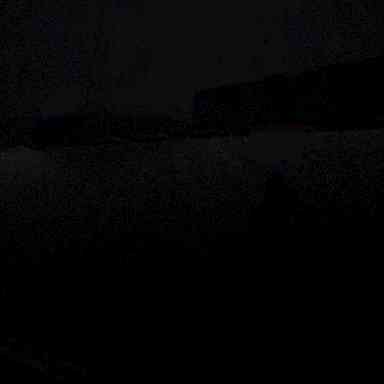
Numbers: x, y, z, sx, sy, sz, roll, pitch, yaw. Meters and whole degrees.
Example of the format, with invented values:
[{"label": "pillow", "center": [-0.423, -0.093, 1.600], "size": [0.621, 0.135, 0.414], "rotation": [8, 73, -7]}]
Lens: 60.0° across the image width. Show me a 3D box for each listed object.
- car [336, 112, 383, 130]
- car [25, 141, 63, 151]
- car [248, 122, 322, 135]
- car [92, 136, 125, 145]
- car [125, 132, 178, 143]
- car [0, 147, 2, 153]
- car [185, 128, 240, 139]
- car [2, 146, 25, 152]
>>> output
[{"label": "car", "center": [11.045, -3.934, 19.869], "size": [4.553, 1.767, 2.185], "rotation": [2, 1, 31]}, {"label": "car", "center": [-16.547, -4.989, 38.074], "size": [4.553, 1.767, 2.185], "rotation": [2, 1, 35]}, {"label": "car", "center": [6.310, -4.000, 22.716], "size": [5.008, 1.535, 2.097], "rotation": [2, 1, 32]}, {"label": "car", "center": [-7.551, -4.551, 31.860], "size": [4.892, 1.521, 2.231], "rotation": [2, 1, 35]}, {"label": "car", "center": [-3.006, -4.382, 28.732], "size": [4.892, 1.521, 2.231], "rotation": [2, 1, 34]}, {"label": "car", "center": [-25.735, -5.304, 44.419], "size": [4.553, 1.767, 2.185], "rotation": [2, 1, 35]}, {"label": "car", "center": [1.618, -4.154, 25.675], "size": [4.674, 1.452, 2.002], "rotation": [2, 1, 33]}, {"label": "car", "center": [-21.069, -4.979, 41.197], "size": [4.674, 1.452, 2.002], "rotation": [2, 1, 35]}]
